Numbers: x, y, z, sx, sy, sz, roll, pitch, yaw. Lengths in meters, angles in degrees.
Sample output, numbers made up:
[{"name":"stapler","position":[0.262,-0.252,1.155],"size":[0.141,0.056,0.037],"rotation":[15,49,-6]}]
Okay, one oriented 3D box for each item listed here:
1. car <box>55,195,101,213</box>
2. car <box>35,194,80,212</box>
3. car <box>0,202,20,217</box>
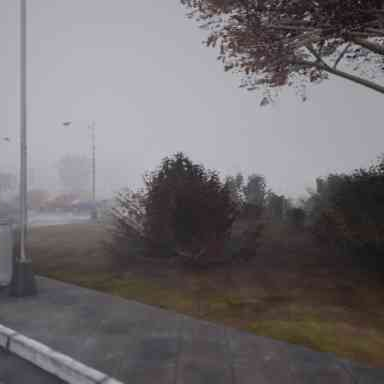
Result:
[{"name":"car","position":[-12.507,1.492,37.749],"size":[1.882,1.535,5.008],"rotation":[0,0,33]},{"name":"car","position":[-15.620,1.236,39.379],"size":[2.150,2.045,5.566],"rotation":[0,0,33]},{"name":"car","position":[-17.790,1.561,29.481],"size":[2.033,1.411,5.357],"rotation":[0,0,32]}]
